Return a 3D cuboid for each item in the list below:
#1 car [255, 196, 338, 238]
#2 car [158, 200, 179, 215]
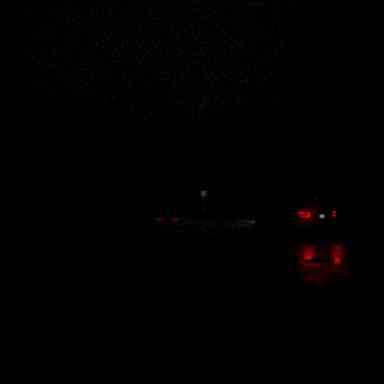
[{"bbox_3d":[5.427,1.234,18.073,2.150,2.045,5.566,-1,0,-14],"label":"car"},{"bbox_3d":[-2.554,1.595,36.733,2.097,1.767,4.553,-1,-1,1],"label":"car"}]
